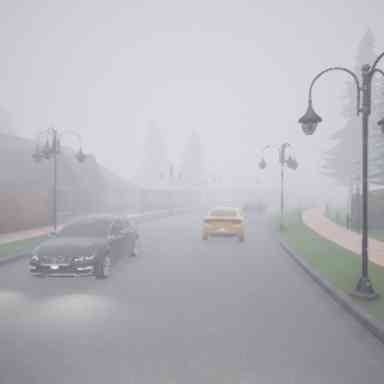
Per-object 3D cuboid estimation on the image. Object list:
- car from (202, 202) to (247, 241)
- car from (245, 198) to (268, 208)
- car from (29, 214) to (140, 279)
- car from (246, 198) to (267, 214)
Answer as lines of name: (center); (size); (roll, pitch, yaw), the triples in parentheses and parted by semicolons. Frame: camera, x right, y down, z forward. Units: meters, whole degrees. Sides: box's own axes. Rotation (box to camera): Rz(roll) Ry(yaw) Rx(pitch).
car: (1.692, 1.469, 16.807); (1.882, 1.535, 5.008); (0, 0, 9)
car: (9.711, 1.590, 50.017); (1.895, 1.301, 4.718); (0, 0, 30)
car: (-2.928, 1.486, 10.089); (1.837, 1.490, 4.892); (0, 0, 6)
car: (6.676, 1.593, 35.082); (1.895, 1.301, 4.718); (0, 0, 21)
